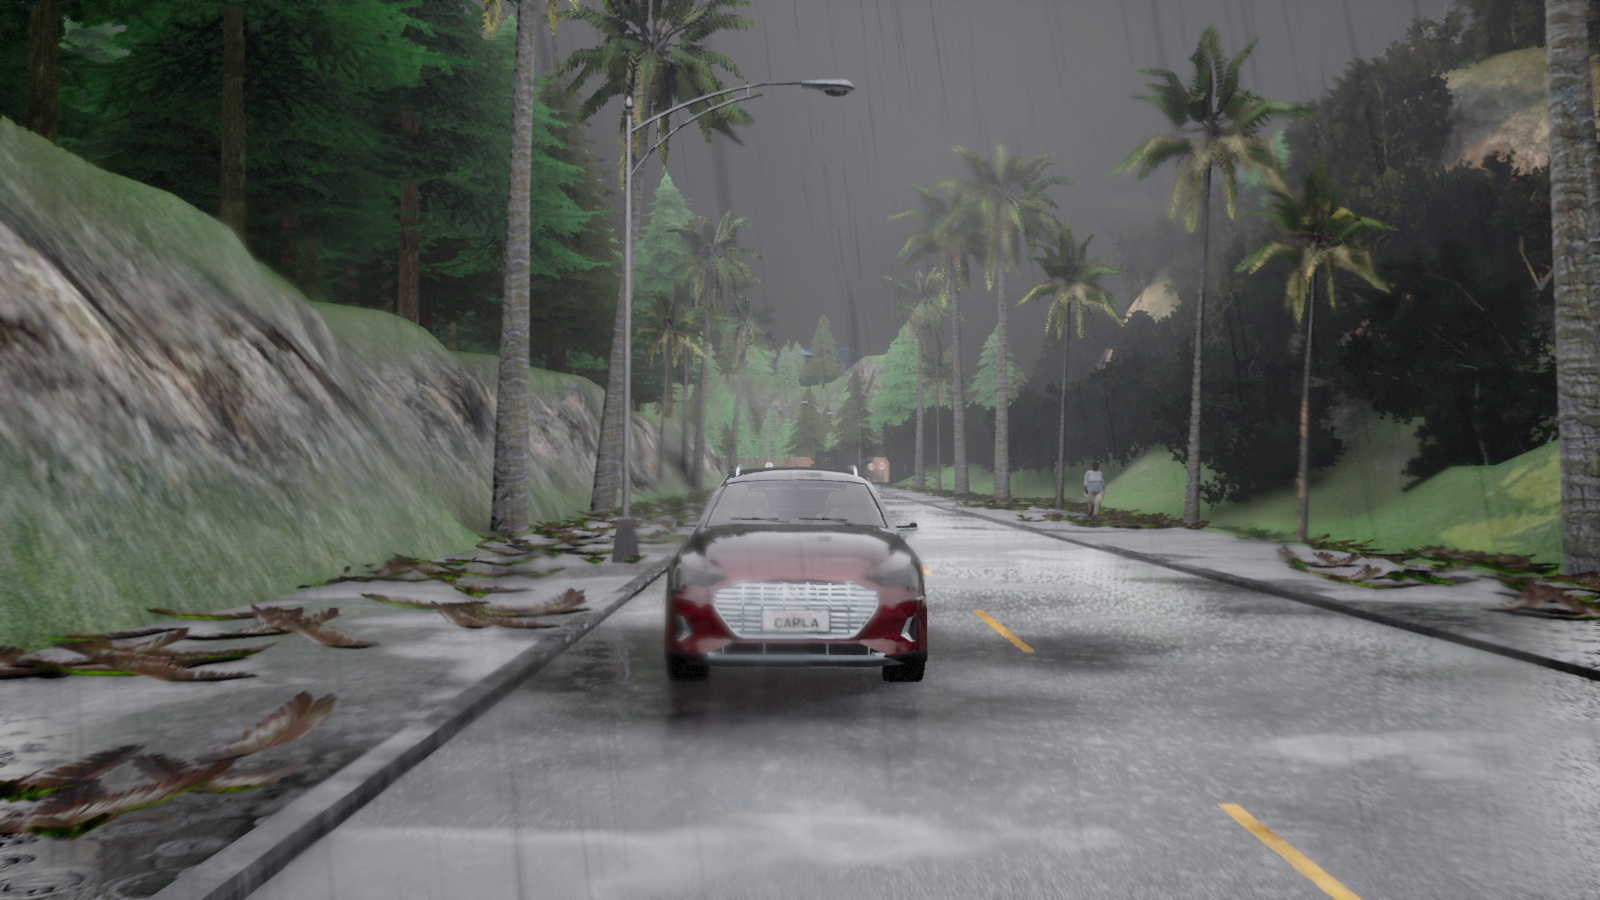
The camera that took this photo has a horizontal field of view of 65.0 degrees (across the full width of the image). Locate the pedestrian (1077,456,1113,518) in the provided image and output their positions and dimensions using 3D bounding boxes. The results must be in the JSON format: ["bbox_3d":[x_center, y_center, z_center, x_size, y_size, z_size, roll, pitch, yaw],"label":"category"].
[{"bbox_3d":[8.980,1.118,38.218,0.874,1.855,0.900,0,-1,0],"label":"pedestrian"}]

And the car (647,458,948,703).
[{"bbox_3d":[-0.024,0.928,10.922,2.033,1.649,4.856,0,-1,0],"label":"car"}]
